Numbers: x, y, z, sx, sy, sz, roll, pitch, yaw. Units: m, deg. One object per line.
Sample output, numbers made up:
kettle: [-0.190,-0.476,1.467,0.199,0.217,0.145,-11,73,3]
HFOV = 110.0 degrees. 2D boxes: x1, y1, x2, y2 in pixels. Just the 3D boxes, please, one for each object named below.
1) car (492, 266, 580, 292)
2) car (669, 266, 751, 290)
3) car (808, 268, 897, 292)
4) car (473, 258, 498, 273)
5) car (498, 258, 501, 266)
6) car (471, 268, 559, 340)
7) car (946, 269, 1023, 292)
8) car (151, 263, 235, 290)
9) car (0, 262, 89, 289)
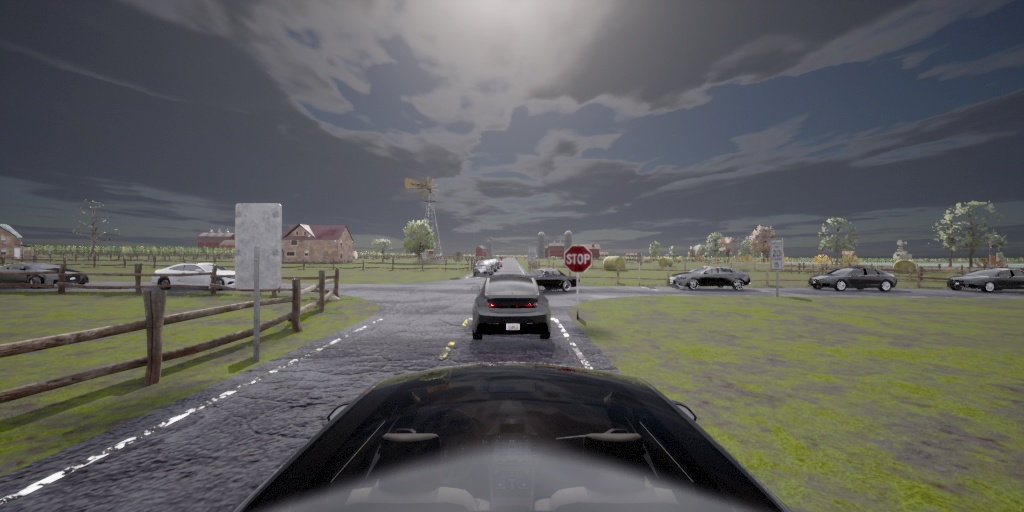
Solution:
car: [1.494,1.369,20.077,4.718,1.301,1.895,1,0,-35]
car: [12.792,1.396,23.309,4.902,1.511,2.128,1,-1,-2]
car: [22.194,1.499,23.483,4.892,1.490,1.837,1,-1,-1]
car: [-2.870,1.243,36.717,2.128,1.511,4.902,0,0,0]
car: [-2.865,1.241,46.162,2.128,1.511,4.902,0,0,0]
car: [-0.076,1.256,10.031,1.837,1.490,4.892,0,0,-2]
car: [31.696,1.587,23.606,4.892,1.490,1.837,1,-1,-1]
car: [-17.249,1.104,19.982,4.674,1.442,1.812,1,-1,-1]
car: [-26.369,1.048,19.858,4.181,1.385,1.994,1,-1,-1]
